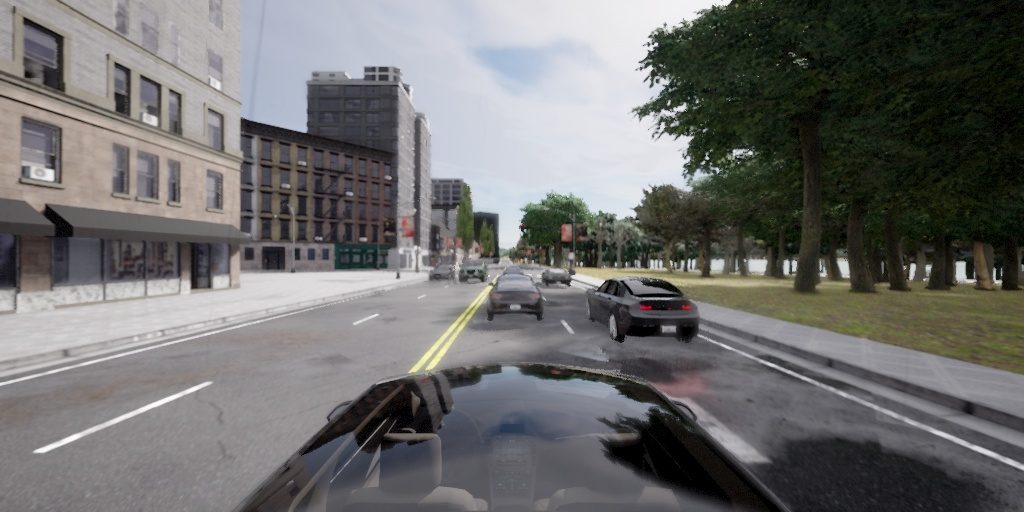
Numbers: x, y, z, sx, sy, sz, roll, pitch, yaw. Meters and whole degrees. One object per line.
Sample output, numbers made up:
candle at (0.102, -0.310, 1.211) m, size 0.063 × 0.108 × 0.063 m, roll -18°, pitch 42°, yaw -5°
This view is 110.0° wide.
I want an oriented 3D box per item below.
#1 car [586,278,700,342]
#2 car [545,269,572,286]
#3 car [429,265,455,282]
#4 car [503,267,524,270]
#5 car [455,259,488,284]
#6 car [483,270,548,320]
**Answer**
car at (3.361, 1.346, 10.083) m, size 1.837 × 1.490 × 4.892 m, roll 0°, pitch -1°, yaw 0°
car at (3.388, 1.635, 28.062) m, size 1.895 × 1.301 × 4.718 m, roll 0°, pitch -1°, yaw 0°
car at (-6.524, 1.603, 33.896) m, size 1.837 × 1.490 × 4.892 m, roll 0°, pitch -1°, yaw 0°
car at (0.140, 1.645, 32.391) m, size 1.994 × 1.385 × 4.181 m, roll 0°, pitch -1°, yaw 0°
car at (-3.290, 1.292, 31.541) m, size 2.150 × 2.045 × 5.566 m, roll 0°, pitch 0°, yaw 0°
car at (0.110, 1.400, 13.094) m, size 1.812 × 1.442 × 4.674 m, roll 0°, pitch -1°, yaw 0°
